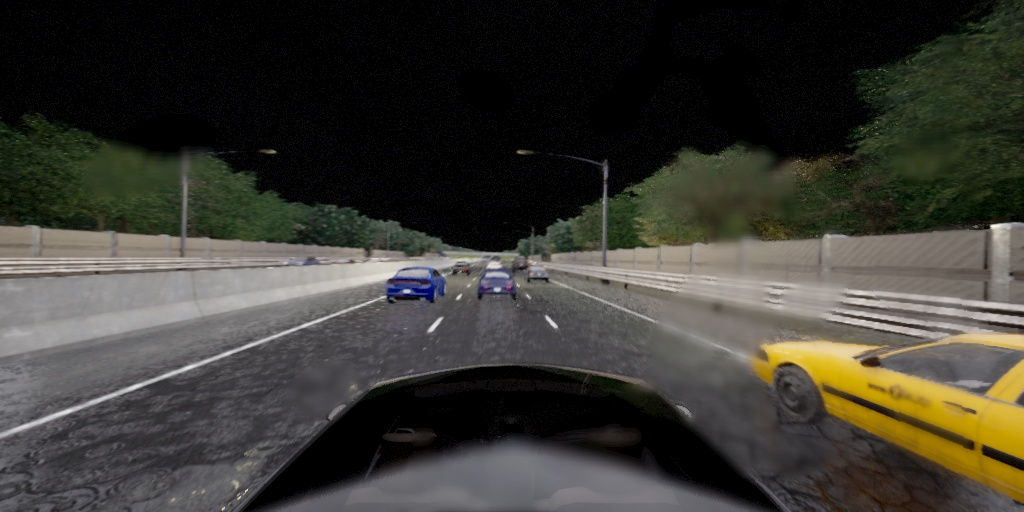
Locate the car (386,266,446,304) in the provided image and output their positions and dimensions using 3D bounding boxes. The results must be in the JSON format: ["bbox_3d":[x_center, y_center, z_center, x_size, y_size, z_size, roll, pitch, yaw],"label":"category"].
[{"bbox_3d":[-4.163,1.217,16.231,1.882,1.535,5.008,1,0,-3],"label":"car"}]

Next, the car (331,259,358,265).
[{"bbox_3d":[-19.724,1.062,42.414,1.812,1.442,4.674,1,0,-2],"label":"car"}]

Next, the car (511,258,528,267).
[{"bbox_3d":[1.084,1.256,48.967,2.150,2.045,5.566,1,0,-3],"label":"car"}]

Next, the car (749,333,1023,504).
[{"bbox_3d":[4.499,1.313,2.991,1.801,1.575,5.366,1,0,-3],"label":"car"}]

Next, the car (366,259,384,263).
[{"bbox_3d":[-16.237,1.140,42.679,1.812,1.442,4.674,1,0,-3],"label":"car"}]

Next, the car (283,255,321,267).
[{"bbox_3d":[-23.081,0.799,39.530,2.097,1.767,4.553,1,0,-3],"label":"car"}]

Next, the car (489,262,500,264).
[{"bbox_3d":[-1.973,1.448,40.972,1.812,1.442,4.674,1,0,-3],"label":"car"}]

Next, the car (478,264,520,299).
[{"bbox_3d":[-0.783,1.353,18.484,1.812,1.442,4.674,1,0,-3],"label":"car"}]

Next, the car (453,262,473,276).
[{"bbox_3d":[-5.383,1.342,39.212,1.837,1.490,4.892,1,0,-3],"label":"car"}]

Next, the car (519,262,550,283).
[{"bbox_3d":[2.032,1.504,30.813,2.033,1.411,5.357,1,0,-3],"label":"car"}]
